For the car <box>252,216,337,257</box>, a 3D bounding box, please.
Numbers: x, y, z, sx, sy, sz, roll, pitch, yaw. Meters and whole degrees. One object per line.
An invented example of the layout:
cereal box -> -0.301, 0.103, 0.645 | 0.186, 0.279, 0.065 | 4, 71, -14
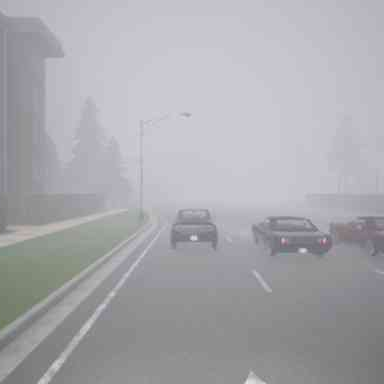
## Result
car -> 3.584, 1.586, 12.918 | 1.895, 1.301, 4.718 | 0, 0, 0

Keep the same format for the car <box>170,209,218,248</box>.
car -> 0.088, 1.474, 14.568 | 2.128, 1.511, 4.902 | 0, 0, 0

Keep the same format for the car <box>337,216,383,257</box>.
car -> 7.084, 1.586, 12.917 | 1.895, 1.301, 4.718 | 0, 0, 0
